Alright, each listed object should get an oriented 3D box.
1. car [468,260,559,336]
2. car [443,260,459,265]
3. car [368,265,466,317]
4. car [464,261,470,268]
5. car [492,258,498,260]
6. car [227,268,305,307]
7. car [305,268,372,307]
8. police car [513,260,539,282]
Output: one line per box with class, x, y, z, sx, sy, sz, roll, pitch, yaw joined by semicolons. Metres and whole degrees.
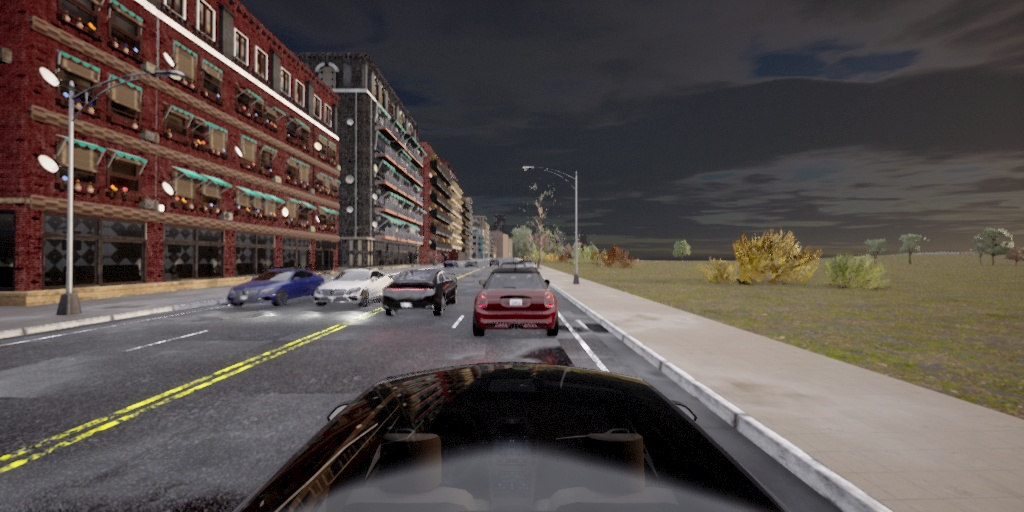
car;0.082;1.099;10.509;2.097;1.767;4.553;0;0;0
car;-9.915;1.323;57.995;1.895;1.301;4.718;0;0;0
car;-3.168;1.237;13.143;2.128;1.511;4.902;0;0;0
car;-6.662;1.286;58.992;1.994;1.385;4.181;0;0;0
car;0.078;1.095;20.210;2.097;1.767;4.553;0;0;0
car;-9.871;1.271;15.525;1.812;1.442;4.674;0;0;0
car;-6.633;1.271;15.545;1.812;1.442;4.674;0;0;0
police car;1.098;1.164;29.777;1.930;1.638;5.238;0;0;0
